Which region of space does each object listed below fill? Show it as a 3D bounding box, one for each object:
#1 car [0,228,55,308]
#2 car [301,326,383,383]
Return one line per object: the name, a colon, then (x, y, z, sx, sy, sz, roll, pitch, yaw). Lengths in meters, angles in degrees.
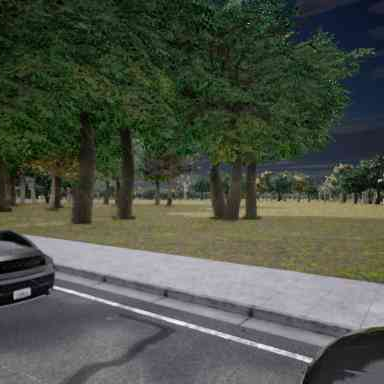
car: (-4.940, 1.518, 7.222, 4.892, 1.490, 1.837, 0, 0, 35)
car: (3.002, 1.491, 1.542, 4.902, 1.511, 2.128, 0, 0, 36)
